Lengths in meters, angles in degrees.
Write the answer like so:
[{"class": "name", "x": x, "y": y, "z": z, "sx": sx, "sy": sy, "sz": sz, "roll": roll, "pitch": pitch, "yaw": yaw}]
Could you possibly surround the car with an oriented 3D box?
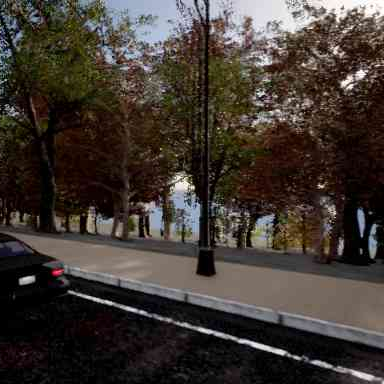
[{"class": "car", "x": -4.866, "y": 1.568, "z": 7.156, "sx": 5.357, "sy": 1.411, "sz": 2.033, "roll": 0, "pitch": 0, "yaw": 36}]
